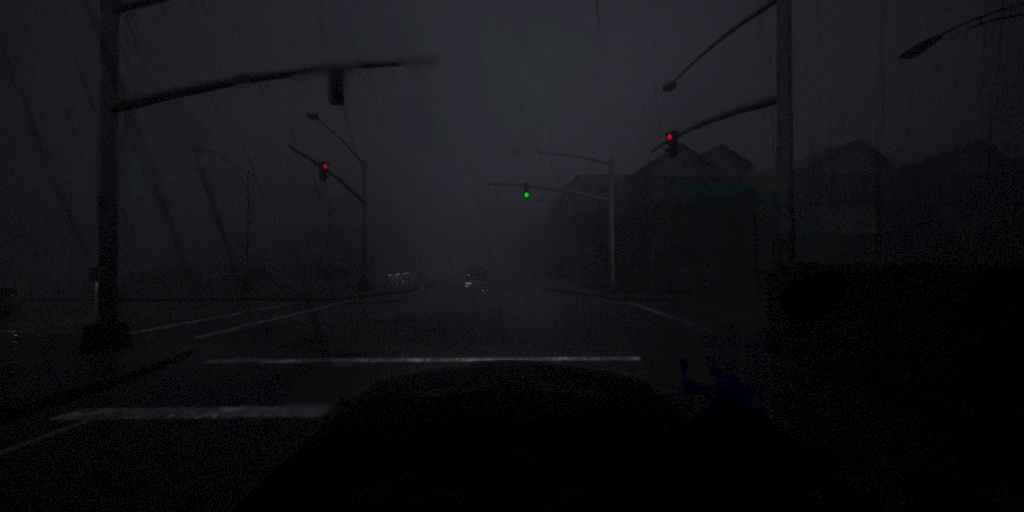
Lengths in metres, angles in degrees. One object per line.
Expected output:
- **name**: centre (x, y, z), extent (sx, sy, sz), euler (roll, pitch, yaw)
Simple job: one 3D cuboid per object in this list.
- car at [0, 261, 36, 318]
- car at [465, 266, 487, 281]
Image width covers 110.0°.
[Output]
- **car**: centre (-21.007, 1.276, 12.551), extent (5.566, 2.045, 2.150), euler (1, -1, 0)
- **car**: centre (-3.502, 1.745, 36.036), extent (1.837, 1.490, 4.892), euler (0, 1, 0)
